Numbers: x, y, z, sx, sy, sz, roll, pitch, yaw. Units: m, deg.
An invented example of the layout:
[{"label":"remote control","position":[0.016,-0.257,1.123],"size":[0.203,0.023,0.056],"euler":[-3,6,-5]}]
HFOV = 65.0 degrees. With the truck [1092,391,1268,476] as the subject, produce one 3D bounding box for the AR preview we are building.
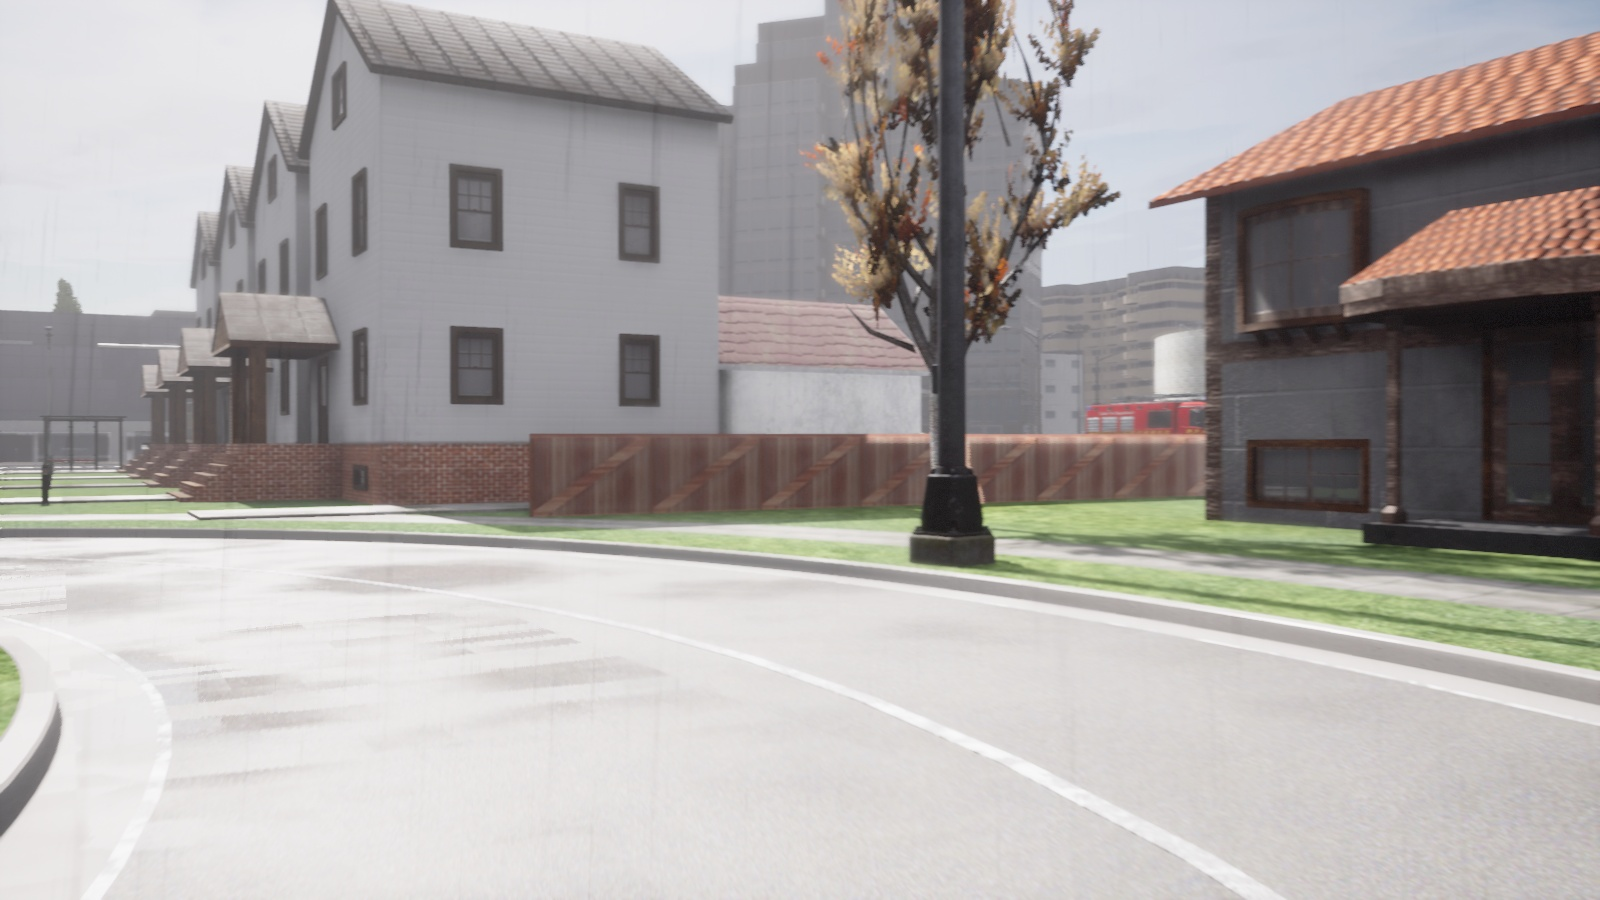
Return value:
[{"label":"truck","position":[18.158,-0.777,60.729],"size":[2.891,3.827,8.468],"euler":[0,0,-30]}]
